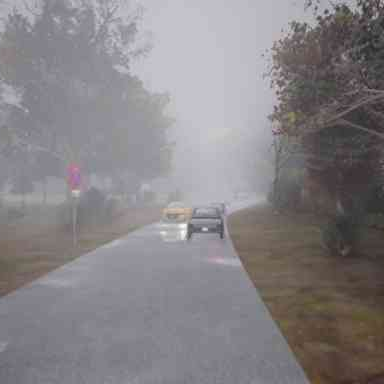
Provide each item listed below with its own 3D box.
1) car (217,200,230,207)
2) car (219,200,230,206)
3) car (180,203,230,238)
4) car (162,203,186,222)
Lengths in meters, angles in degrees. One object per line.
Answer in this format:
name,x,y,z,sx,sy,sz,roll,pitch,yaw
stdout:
car,6.686,2.400,69.379,1.994,1.385,4.181,1,0,16
car,2.886,1.902,37.626,2.033,1.411,5.357,1,-1,9
car,0.796,1.575,18.176,2.128,1.511,4.902,0,0,4
car,-1.254,1.652,28.299,1.882,1.535,5.008,0,-1,6
